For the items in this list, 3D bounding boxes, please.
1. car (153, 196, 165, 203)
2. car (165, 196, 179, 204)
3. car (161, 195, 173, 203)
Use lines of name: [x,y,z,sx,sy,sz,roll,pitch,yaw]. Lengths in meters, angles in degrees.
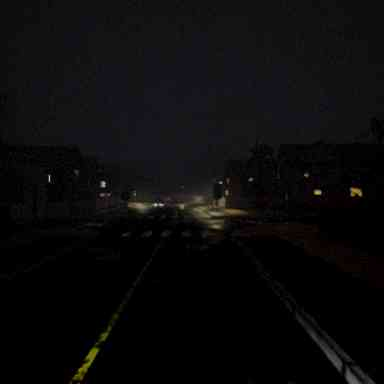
car: [-7.338,1.440,71.505,1.994,1.385,4.181,0,-1,-10]
car: [-3.876,1.834,67.888,1.895,1.301,4.718,0,-1,-10]
car: [-5.816,1.614,77.735,2.097,1.767,4.553,0,-1,-12]
